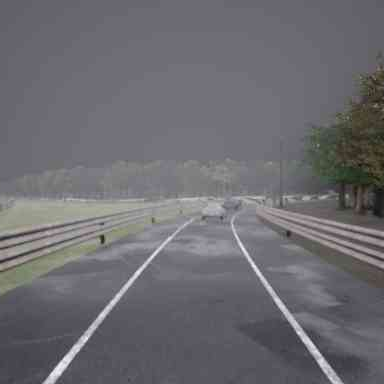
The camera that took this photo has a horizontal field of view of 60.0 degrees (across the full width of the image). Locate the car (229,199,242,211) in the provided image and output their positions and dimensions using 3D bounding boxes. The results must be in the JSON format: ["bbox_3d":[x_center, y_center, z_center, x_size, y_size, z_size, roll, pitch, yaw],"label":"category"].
[{"bbox_3d":[5.616,1.724,45.146,2.128,1.511,4.902,0,0,18],"label":"car"}]

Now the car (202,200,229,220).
[{"bbox_3d":[2.061,1.721,30.501,1.812,1.442,4.674,0,0,11],"label":"car"}]
